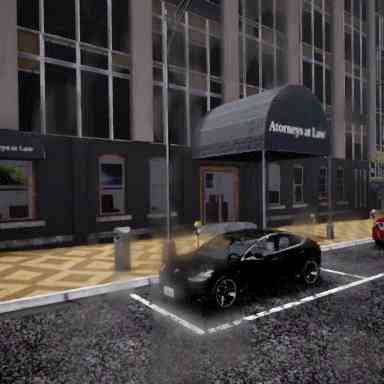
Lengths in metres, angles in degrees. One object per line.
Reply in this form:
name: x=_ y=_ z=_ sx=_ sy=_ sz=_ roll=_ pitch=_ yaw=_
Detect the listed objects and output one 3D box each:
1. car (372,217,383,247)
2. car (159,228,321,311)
car: x=9.571 y=1.310 z=13.973 sx=5.009 sy=1.841 sz=2.192 roll=0 pitch=-1 yaw=-37
car: x=1.290 y=1.564 z=7.777 sx=4.313 sy=1.339 sz=1.947 roll=0 pitch=-1 yaw=-37
